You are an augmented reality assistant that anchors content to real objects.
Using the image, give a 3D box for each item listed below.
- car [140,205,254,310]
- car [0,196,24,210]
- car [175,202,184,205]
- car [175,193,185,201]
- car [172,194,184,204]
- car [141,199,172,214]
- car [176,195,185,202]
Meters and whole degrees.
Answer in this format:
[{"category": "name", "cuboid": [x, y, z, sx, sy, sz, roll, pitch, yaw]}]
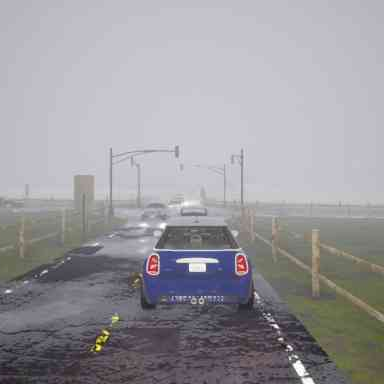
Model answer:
[{"category": "car", "cuboid": [0.096, 1.353, 7.990, 2.097, 1.767, 4.553, 0, 0, 0]}, {"category": "car", "cuboid": [-21.052, 1.112, 36.272, 5.008, 1.535, 1.882, 1, 0, 0]}, {"category": "car", "cuboid": [0.092, 1.508, 17.155, 1.837, 1.490, 4.892, 0, 0, 0]}, {"category": "car", "cuboid": [-2.733, 1.242, 69.431, 2.150, 2.045, 5.566, 0, 0, 0]}, {"category": "car", "cuboid": [-2.851, 1.580, 58.577, 1.994, 1.385, 4.181, 0, 0, 0]}, {"category": "car", "cuboid": [-2.859, 1.530, 26.378, 1.812, 1.442, 4.674, 0, 0, 0]}, {"category": "car", "cuboid": [-2.693, 1.567, 81.522, 2.033, 1.411, 5.357, 0, 0, 0]}]
